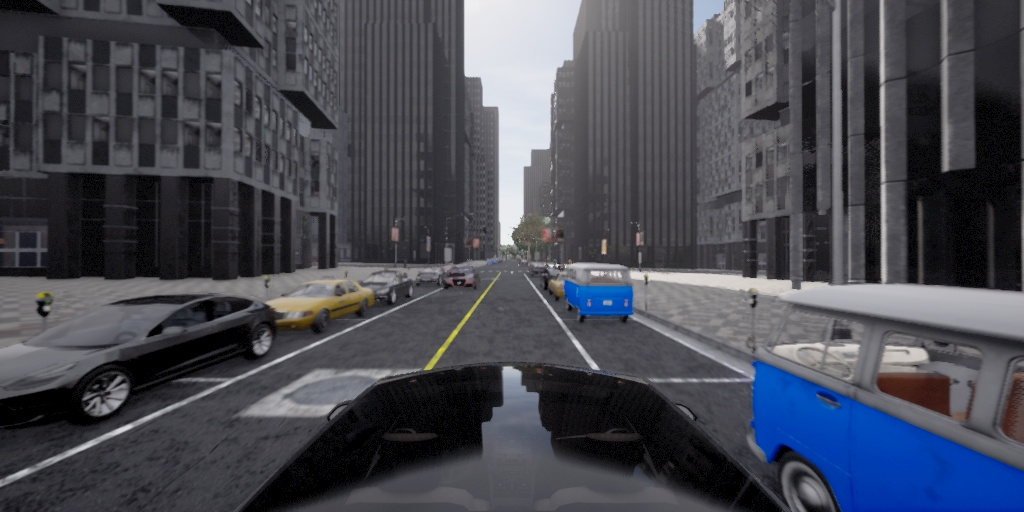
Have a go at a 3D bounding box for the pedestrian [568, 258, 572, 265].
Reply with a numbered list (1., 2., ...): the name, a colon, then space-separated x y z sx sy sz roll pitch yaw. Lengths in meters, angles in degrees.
1. pedestrian: 8.123 1.204 50.462 0.375 1.860 0.375 0 0 0

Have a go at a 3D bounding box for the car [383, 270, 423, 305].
1. car: -5.767 1.359 16.379 2.007 1.370 4.403 0 0 0

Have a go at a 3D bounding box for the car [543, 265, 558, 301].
1. car: 2.758 1.339 17.776 1.751 1.417 4.829 0 0 0

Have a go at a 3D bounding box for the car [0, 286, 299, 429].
1. car: -5.765 1.332 5.801 1.948 1.339 4.313 0 0 0

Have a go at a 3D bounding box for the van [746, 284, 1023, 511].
1. van: 2.762 1.090 1.366 1.690 1.789 3.998 0 0 0

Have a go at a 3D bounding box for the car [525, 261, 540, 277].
1. car: 2.754 1.449 37.591 2.007 1.370 4.403 0 0 0

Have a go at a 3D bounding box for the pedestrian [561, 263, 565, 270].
1. pedestrian: 7.124 1.510 49.860 0.500 1.100 0.500 0 0 0

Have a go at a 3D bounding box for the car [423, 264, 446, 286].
1. car: -5.769 1.400 26.251 2.007 1.370 4.403 0 0 0

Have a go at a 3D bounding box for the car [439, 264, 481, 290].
1. car: -3.106 1.400 23.061 1.994 1.385 4.181 0 0 0

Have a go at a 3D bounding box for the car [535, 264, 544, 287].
1. car: 2.757 1.402 23.019 1.948 1.339 4.313 0 0 0

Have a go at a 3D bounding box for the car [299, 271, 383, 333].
1. car: -5.766 1.313 10.921 1.751 1.417 4.829 0 0 0

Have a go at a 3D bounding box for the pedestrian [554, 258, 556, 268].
1. pedestrian: 6.123 1.100 51.062 0.375 1.860 0.375 0 0 0

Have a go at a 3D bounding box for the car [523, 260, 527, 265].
1. car: 2.753 1.471 42.583 2.007 1.370 4.403 0 0 0

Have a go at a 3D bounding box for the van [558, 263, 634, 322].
1. van: 2.759 1.133 12.193 1.690 1.789 3.998 0 0 0
